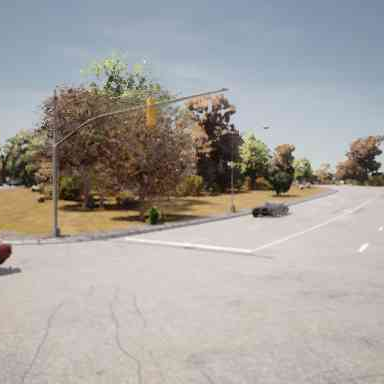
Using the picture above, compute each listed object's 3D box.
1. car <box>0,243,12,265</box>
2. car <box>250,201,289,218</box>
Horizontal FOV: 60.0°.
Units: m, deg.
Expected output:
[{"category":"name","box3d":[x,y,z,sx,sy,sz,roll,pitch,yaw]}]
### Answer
[{"category":"car","box3d":[-7.276,1.705,8.244,1.895,1.301,4.718,-1,0,34]},{"category":"car","box3d":[6.800,1.467,28.802,1.895,1.301,4.718,-1,1,34]}]
